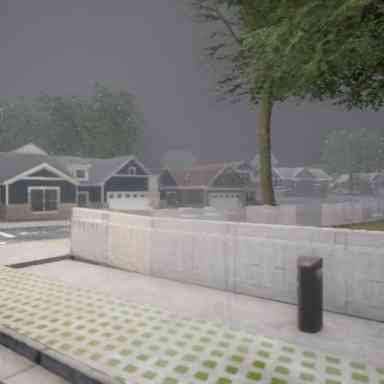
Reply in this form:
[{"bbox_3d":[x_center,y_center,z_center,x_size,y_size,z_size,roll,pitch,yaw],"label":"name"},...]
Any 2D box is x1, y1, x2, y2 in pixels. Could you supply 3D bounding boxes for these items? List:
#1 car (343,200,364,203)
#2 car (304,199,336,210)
[{"bbox_3d":[18.642,1.712,37.878,4.902,1.511,2.128,0,0,-35],"label":"car"},{"bbox_3d":[14.788,1.575,38.597,4.553,1.767,2.097,0,0,-36],"label":"car"}]
